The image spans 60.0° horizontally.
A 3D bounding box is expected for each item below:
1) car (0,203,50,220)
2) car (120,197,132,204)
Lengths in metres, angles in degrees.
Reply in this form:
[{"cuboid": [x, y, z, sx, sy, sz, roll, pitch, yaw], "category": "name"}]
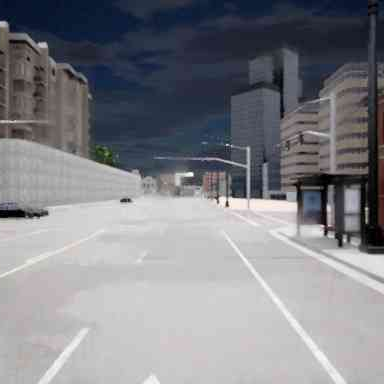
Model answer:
[{"cuboid": [-15.216, 1.667, 28.587, 5.357, 1.411, 2.033, 0, 0, 0], "category": "car"}, {"cuboid": [-13.945, 1.706, 70.265, 1.994, 1.385, 4.181, 0, 0, 0], "category": "car"}]
